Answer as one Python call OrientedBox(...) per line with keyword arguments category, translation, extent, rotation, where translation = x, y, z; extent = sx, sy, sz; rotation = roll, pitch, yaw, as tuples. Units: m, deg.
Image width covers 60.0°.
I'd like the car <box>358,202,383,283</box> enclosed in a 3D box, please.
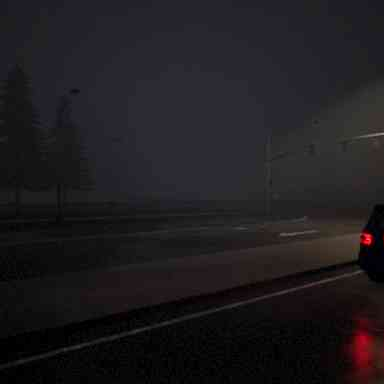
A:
OrientedBox(category="car", translation=(6.479, 1.233, 8.423), extent=(5.566, 2.045, 2.150), rotation=(0, 0, -35))
